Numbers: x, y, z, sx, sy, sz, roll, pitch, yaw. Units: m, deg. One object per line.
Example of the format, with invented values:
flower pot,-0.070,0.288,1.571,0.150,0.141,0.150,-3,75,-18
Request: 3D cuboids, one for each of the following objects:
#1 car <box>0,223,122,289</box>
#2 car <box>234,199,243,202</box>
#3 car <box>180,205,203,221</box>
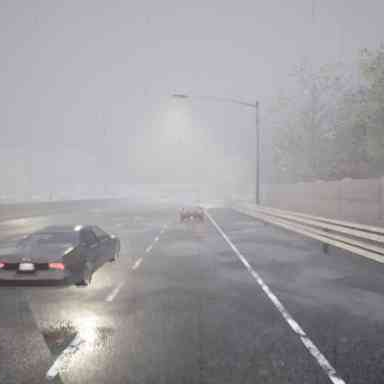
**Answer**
car,-3.404,1.596,9.356,2.033,1.411,5.357,0,0,0
car,12.581,2.739,89.265,1.812,1.442,4.674,0,0,25
car,-0.009,1.765,28.817,1.895,1.301,4.718,0,0,0
